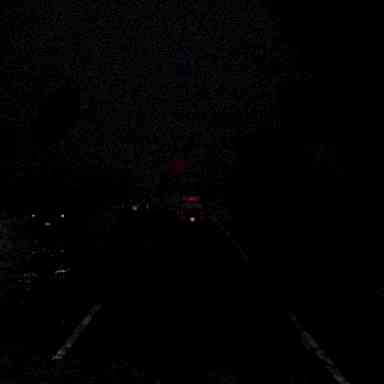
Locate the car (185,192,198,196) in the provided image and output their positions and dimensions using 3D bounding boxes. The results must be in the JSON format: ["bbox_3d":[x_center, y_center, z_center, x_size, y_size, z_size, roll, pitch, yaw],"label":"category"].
[{"bbox_3d":[-0.054,0.831,37.721,2.097,1.767,4.553,0,0,0],"label":"car"}]

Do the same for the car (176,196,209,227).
[{"bbox_3d":[0.008,1.215,19.762,1.812,1.442,4.674,0,1,0],"label":"car"}]

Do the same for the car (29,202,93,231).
[{"bbox_3d":[-7.076,1.224,18.463,1.895,1.301,4.718,0,1,0],"label":"car"}]

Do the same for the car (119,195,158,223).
[{"bbox_3d":[-3.492,1.000,22.410,2.097,1.767,4.553,0,1,0],"label":"car"}]
